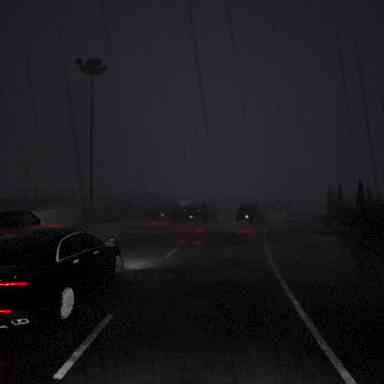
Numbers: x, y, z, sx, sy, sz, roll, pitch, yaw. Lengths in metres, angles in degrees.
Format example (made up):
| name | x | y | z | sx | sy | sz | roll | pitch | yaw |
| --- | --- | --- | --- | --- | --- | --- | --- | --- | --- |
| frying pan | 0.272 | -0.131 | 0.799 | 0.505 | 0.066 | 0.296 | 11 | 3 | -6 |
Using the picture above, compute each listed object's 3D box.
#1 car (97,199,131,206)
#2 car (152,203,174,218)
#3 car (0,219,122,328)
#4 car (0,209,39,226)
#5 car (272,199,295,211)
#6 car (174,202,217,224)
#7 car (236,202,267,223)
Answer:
| name | x | y | z | sx | sy | sz | roll | pitch | yaw |
| --- | --- | --- | --- | --- | --- | --- | --- | --- | --- |
| car | -7.799 | 1.476 | 33.492 | 2.128 | 1.511 | 4.902 | 0 | 0 | 20 |
| car | -1.686 | 1.604 | 29.352 | 1.895 | 1.301 | 4.718 | 0 | 0 | 19 |
| car | -2.910 | 1.498 | 7.079 | 1.837 | 1.490 | 4.892 | 0 | 0 | 4 |
| car | -5.980 | 1.336 | 10.832 | 2.097 | 1.767 | 4.553 | 0 | 0 | 7 |
| car | 11.263 | 1.572 | 41.107 | 1.812 | 1.442 | 4.674 | 0 | 0 | 29 |
| car | 0.626 | 1.500 | 25.055 | 2.128 | 1.511 | 4.902 | 0 | 0 | 16 |
| car | 4.695 | 1.527 | 26.235 | 1.837 | 1.490 | 4.892 | 0 | 0 | 18 |
